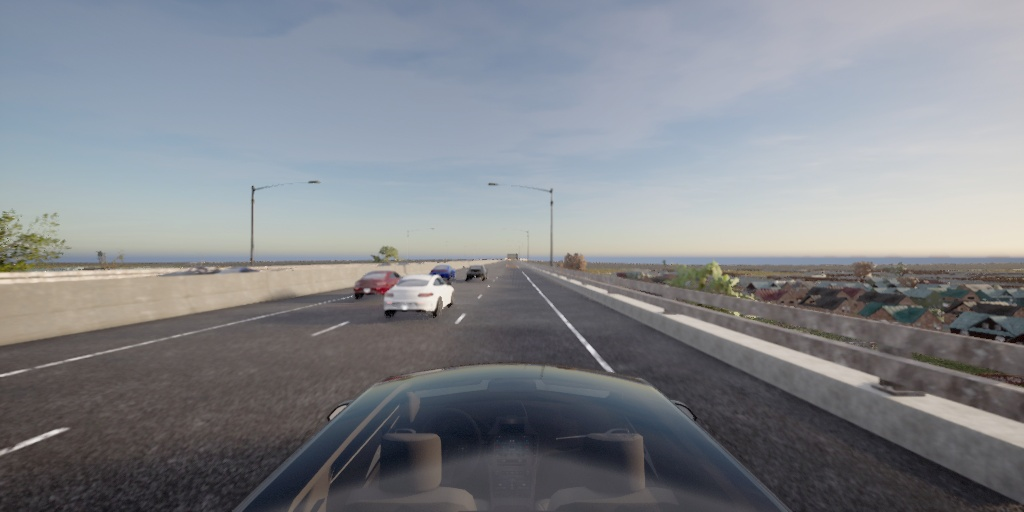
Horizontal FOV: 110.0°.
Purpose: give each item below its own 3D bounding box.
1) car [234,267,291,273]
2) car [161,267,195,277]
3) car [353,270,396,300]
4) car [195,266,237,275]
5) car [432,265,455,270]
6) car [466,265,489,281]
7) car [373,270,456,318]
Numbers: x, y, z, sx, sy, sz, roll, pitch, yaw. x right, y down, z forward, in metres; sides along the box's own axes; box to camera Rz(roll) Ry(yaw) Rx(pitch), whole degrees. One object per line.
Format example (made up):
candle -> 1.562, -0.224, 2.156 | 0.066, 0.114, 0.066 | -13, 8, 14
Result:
car -> -17.596, 1.650, 26.494 | 1.895, 1.301, 4.718 | 0, -1, 0
car -> -24.594, 1.558, 27.961 | 2.128, 1.511, 4.902 | 0, -1, 0
car -> -6.898, 1.490, 19.369 | 1.812, 1.442, 4.674 | 0, -1, 0
car -> -21.094, 1.585, 27.388 | 1.812, 1.442, 4.674 | 0, -1, 0
car -> -6.895, 1.642, 36.270 | 1.882, 1.535, 5.008 | 0, -1, 0
car -> -3.396, 1.657, 35.267 | 1.837, 1.490, 4.892 | 0, -1, 0
car -> -3.402, 1.422, 13.705 | 1.812, 1.442, 4.674 | 0, -1, 0
